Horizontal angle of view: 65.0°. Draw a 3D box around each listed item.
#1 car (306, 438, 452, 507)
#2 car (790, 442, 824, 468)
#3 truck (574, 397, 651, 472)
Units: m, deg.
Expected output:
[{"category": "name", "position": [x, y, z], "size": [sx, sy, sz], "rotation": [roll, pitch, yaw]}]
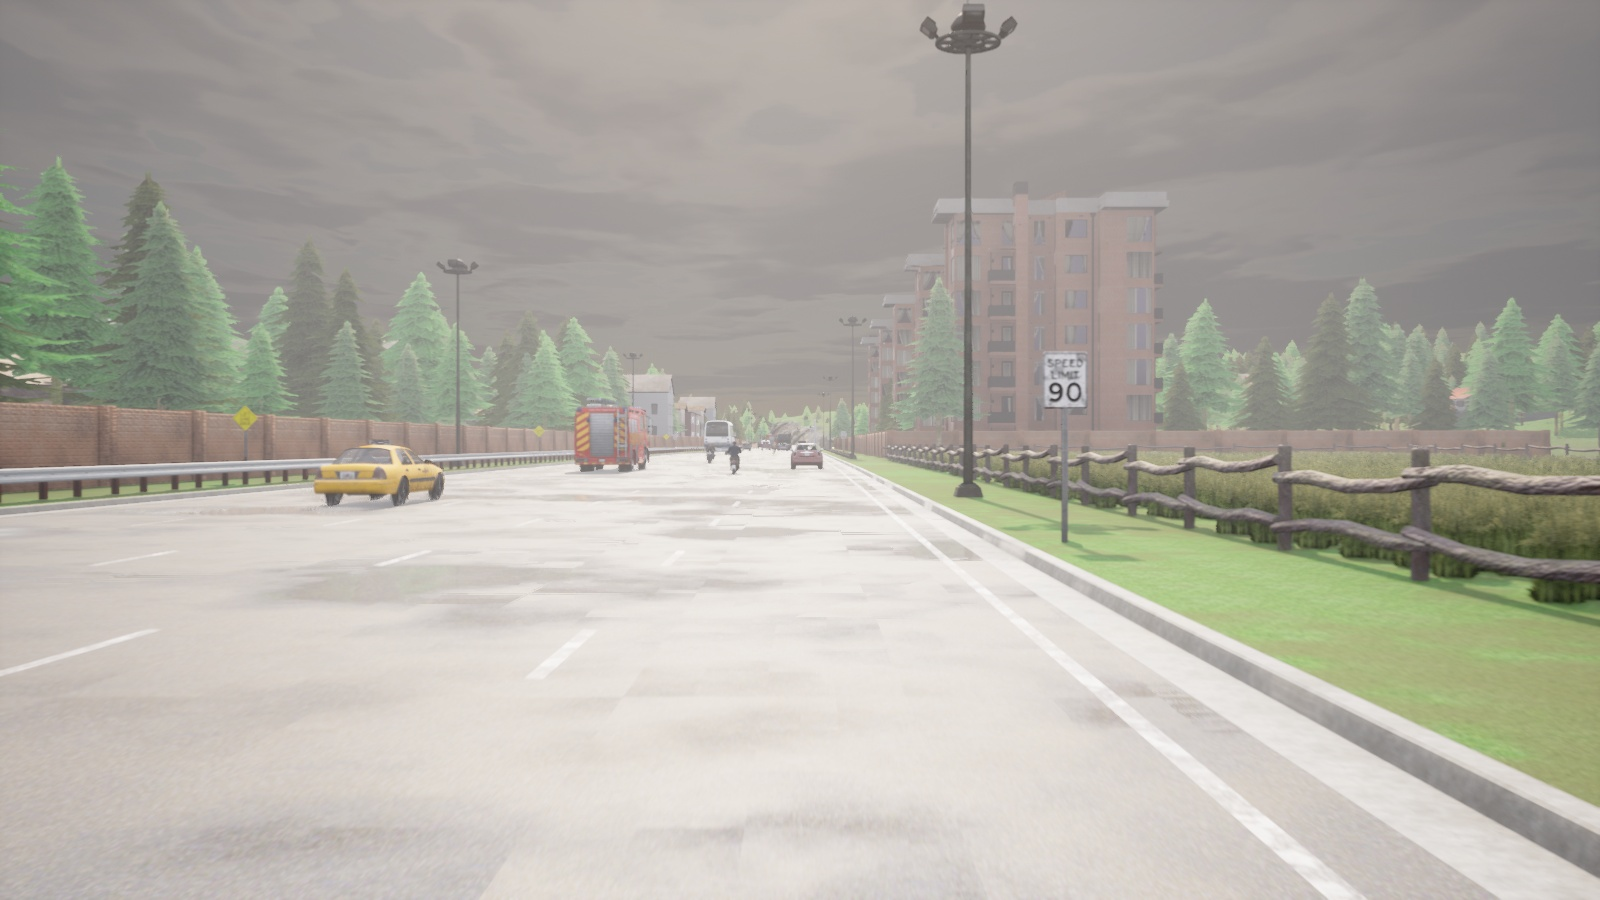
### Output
[{"category": "car", "position": [-10.308, 0.501, 31.184], "size": [1.801, 1.575, 5.366], "rotation": [0, 0, 0]}, {"category": "car", "position": [0.396, 0.297, 73.690], "size": [1.970, 1.475, 3.806], "rotation": [0, 0, 0]}, {"category": "truck", "position": [-10.104, -0.813, 68.595], "size": [2.891, 3.827, 8.468], "rotation": [0, 0, 0]}]
